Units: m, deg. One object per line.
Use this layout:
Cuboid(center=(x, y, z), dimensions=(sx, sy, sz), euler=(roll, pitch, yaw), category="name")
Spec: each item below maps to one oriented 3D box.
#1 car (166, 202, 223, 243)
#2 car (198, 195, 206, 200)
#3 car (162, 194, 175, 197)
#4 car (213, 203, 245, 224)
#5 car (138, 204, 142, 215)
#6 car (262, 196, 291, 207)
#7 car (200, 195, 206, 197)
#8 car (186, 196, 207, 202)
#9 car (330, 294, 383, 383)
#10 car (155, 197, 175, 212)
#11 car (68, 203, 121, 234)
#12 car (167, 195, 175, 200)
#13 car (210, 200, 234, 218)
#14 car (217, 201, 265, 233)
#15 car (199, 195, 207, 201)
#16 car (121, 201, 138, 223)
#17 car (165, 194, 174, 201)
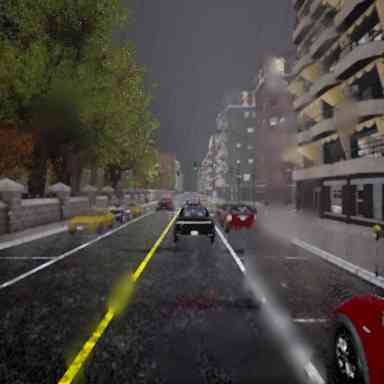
Cuboid(center=(0.104, 1.481, 16.152), dimensions=(2.128, 1.511, 4.902), euler=(0, 0, 0), category="car")
Cuboid(center=(2.704, 1.563, 90.926), dimensions=(2.008, 1.369, 4.403), euler=(0, 0, 0), category="car")
Cuboid(center=(-5.680, 1.314, 74.321), dimensions=(2.192, 1.841, 5.009), euler=(0, 0, 0), category="car")
Cuboid(center=(2.694, 1.553, 25.124), dimensions=(1.947, 1.339, 4.313), euler=(0, 0, 0), category="car")
Cuboid(center=(-5.686, 1.513, 30.585), dimensions=(1.752, 1.417, 4.829), euler=(0, 0, 0), category="car")
Cuboid(center=(14.626, 1.579, 57.745), dimensions=(5.009, 1.841, 2.192), euler=(1, -1, 0), category="car")
Cuboid(center=(2.702, 1.528, 80.026), dimensions=(1.752, 1.417, 4.829), euler=(0, 0, 0), category="car")
Cuboid(center=(0.106, 1.478, 32.327), dimensions=(2.128, 1.511, 4.902), euler=(0, 0, 0), category="car")
Cuboid(center=(2.690, 1.438, 2.603), dimensions=(1.967, 1.590, 4.097), euler=(0, 0, 0), category="car")
Cuboid(center=(-3.030, 1.552, 38.143), dimensions=(1.994, 1.385, 4.181), euler=(0, 0, 1), category="car")
Cuboid(center=(-5.687, 1.514, 19.324), dimensions=(1.752, 1.417, 4.829), euler=(0, 0, 0), category="car")
Cuboid(center=(-5.676, 1.557, 90.927), dimensions=(1.887, 1.381, 4.507), euler=(0, 0, 0), category="car")
Cuboid(center=(2.695, 1.512, 30.925), dimensions=(1.752, 1.417, 4.829), euler=(0, 0, 0), category="car")
Cuboid(center=(2.693, 1.429, 19.493), dimensions=(1.967, 1.590, 4.097), euler=(0, 0, 0), category="car")
Cuboid(center=(2.703, 1.552, 85.391), dimensions=(1.887, 1.381, 4.507), euler=(0, 0, 0), category="car")
Cuboid(center=(-5.686, 1.538, 25.124), dimensions=(2.008, 1.369, 4.403), euler=(0, 0, 0), category="car")
Cuboid(center=(-5.677, 1.448, 85.392), dimensions=(1.967, 1.590, 4.097), euler=(0, 0, 0), category="car")
